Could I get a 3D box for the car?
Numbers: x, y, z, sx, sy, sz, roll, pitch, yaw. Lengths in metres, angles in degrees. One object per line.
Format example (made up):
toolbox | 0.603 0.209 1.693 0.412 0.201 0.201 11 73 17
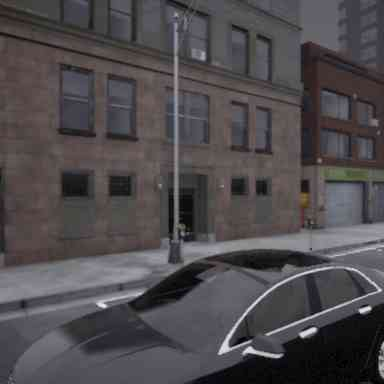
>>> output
car | 0.639 1.508 3.826 4.892 1.490 1.837 0 0 -34
